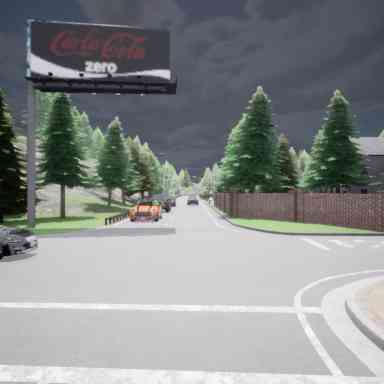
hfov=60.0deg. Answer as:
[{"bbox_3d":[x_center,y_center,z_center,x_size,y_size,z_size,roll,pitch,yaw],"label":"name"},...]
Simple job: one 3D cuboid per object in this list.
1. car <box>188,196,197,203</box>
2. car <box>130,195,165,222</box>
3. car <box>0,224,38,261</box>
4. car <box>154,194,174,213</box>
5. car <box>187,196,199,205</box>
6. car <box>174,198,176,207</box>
[{"bbox_3d":[0.158,1.505,68.774,1.837,1.490,4.892,0,0,0],"label":"car"},{"bbox_3d":[-3.580,1.352,26.502,2.097,1.767,4.553,0,0,0],"label":"car"},{"bbox_3d":[-8.307,1.666,12.249,4.902,1.511,2.128,0,0,-1],"label":"car"},{"bbox_3d":[-3.569,1.222,37.345,2.150,2.045,5.566,0,0,0],"label":"car"},{"bbox_3d":[0.144,1.601,57.308,1.895,1.301,4.718,0,0,0],"label":"car"},{"bbox_3d":[-3.544,1.352,50.477,2.097,1.767,4.553,0,0,0],"label":"car"}]
